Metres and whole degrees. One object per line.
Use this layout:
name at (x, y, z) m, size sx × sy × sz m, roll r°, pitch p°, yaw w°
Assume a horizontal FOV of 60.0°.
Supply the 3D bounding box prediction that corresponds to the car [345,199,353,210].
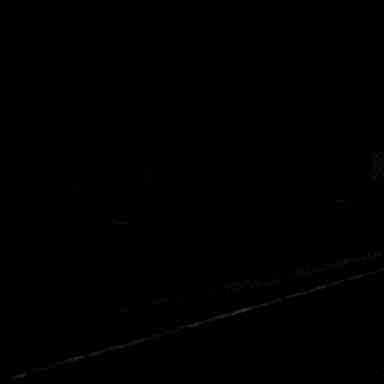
car at (15.878, 1.298, 37.855) m, size 2.002 × 1.452 × 4.674 m, roll 0°, pitch 0°, yaw -35°

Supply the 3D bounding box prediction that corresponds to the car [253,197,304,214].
car at (7.979, 1.350, 32.229) m, size 2.002 × 1.452 × 4.674 m, roll 0°, pitch 0°, yaw -35°

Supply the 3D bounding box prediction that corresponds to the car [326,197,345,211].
car at (13.308, 1.275, 36.035) m, size 2.097 × 1.535 × 5.008 m, roll 0°, pitch 0°, yaw -35°

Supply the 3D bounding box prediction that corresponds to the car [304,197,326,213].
car at (10.648, 1.293, 34.127) m, size 2.231 × 1.521 × 4.892 m, roll 0°, pitch 0°, yaw -35°
